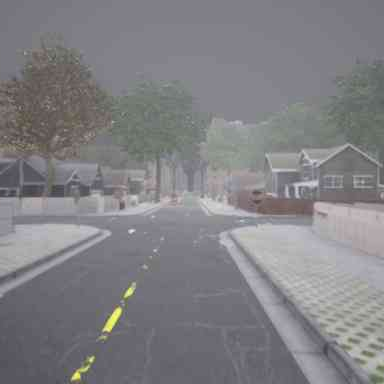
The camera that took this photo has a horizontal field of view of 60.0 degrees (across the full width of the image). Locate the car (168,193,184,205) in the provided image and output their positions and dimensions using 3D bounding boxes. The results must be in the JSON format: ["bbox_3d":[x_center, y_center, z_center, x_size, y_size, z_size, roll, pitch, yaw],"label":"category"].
[{"bbox_3d":[-2.806,1.197,54.442,2.097,1.767,4.553,0,0,0],"label":"car"}]
